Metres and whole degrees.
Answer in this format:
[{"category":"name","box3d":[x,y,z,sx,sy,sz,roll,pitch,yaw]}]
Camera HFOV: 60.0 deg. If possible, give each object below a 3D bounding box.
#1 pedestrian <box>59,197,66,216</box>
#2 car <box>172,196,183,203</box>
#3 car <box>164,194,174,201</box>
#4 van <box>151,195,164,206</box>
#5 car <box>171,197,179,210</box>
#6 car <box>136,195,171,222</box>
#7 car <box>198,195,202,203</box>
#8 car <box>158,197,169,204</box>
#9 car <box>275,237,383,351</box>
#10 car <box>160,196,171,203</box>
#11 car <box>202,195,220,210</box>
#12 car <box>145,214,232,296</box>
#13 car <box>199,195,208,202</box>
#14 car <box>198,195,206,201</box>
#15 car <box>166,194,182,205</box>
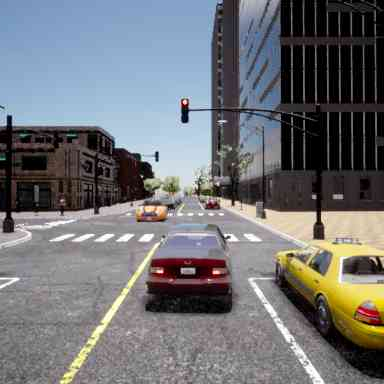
[{"category":"pedestrian","box3d":[-12.553,1.368,32.153,0.375,1.860,0.375,0,0,1]},{"category":"car","box3d":[-3.018,1.566,69.681,2.033,1.411,5.357,0,0,0]},{"category":"car","box3d":[-5.697,1.346,82.915,2.192,1.841,5.009,1,0,0]},{"category":"van","box3d":[-5.690,1.361,55.244,1.690,1.788,3.998,1,0,0]},{"category":"car","box3d":[-3.109,1.616,43.300,1.895,1.301,4.718,0,0,0]},{"category":"car","box3d":[-3.107,1.360,26.356,2.097,1.767,4.553,0,0,0]},{"category":"car","box3d":[2.683,1.552,72.007,1.752,1.417,4.829,1,0,0]},{"category":"car","box3d":[-5.697,1.606,66.312,1.802,1.307,4.206,1,0,0]},{"category":"car","box3d":[2.837,1.527,6.384,1.752,1.417,4.829,1,0,0]},{"category":"car","box3d":[-5.698,1.593,71.847,1.947,1.339,4.313,1,0,0]},{"category":"car","box3d":[2.691,1.455,44.162,1.967,1.590,4.097,1,0,0]},{"category":"car","box3d":[0.073,1.550,8.835,2.033,1.411,5.357,0,0,3]},{"category":"car","box3d":[2.682,1.554,77.541,1.752,1.417,4.829,1,0,0]},{"category":"car","box3d":[2.679,1.578,88.441,1.887,1.381,4.507,1,0,0]},{"category":"car","box3d":[-3.095,1.514,57.832,2.128,1.511,4.902,0,0,0]}]
